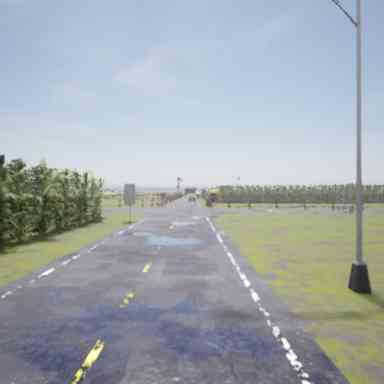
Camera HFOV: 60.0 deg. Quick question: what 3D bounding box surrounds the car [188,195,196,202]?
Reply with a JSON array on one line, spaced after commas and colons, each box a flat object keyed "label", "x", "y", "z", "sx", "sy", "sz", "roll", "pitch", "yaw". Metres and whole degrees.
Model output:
[{"label": "car", "x": 0.052, "y": 1.706, "z": 90.220, "sx": 2.097, "sy": 1.767, "sz": 4.553, "roll": 0, "pitch": 0, "yaw": 0}]
